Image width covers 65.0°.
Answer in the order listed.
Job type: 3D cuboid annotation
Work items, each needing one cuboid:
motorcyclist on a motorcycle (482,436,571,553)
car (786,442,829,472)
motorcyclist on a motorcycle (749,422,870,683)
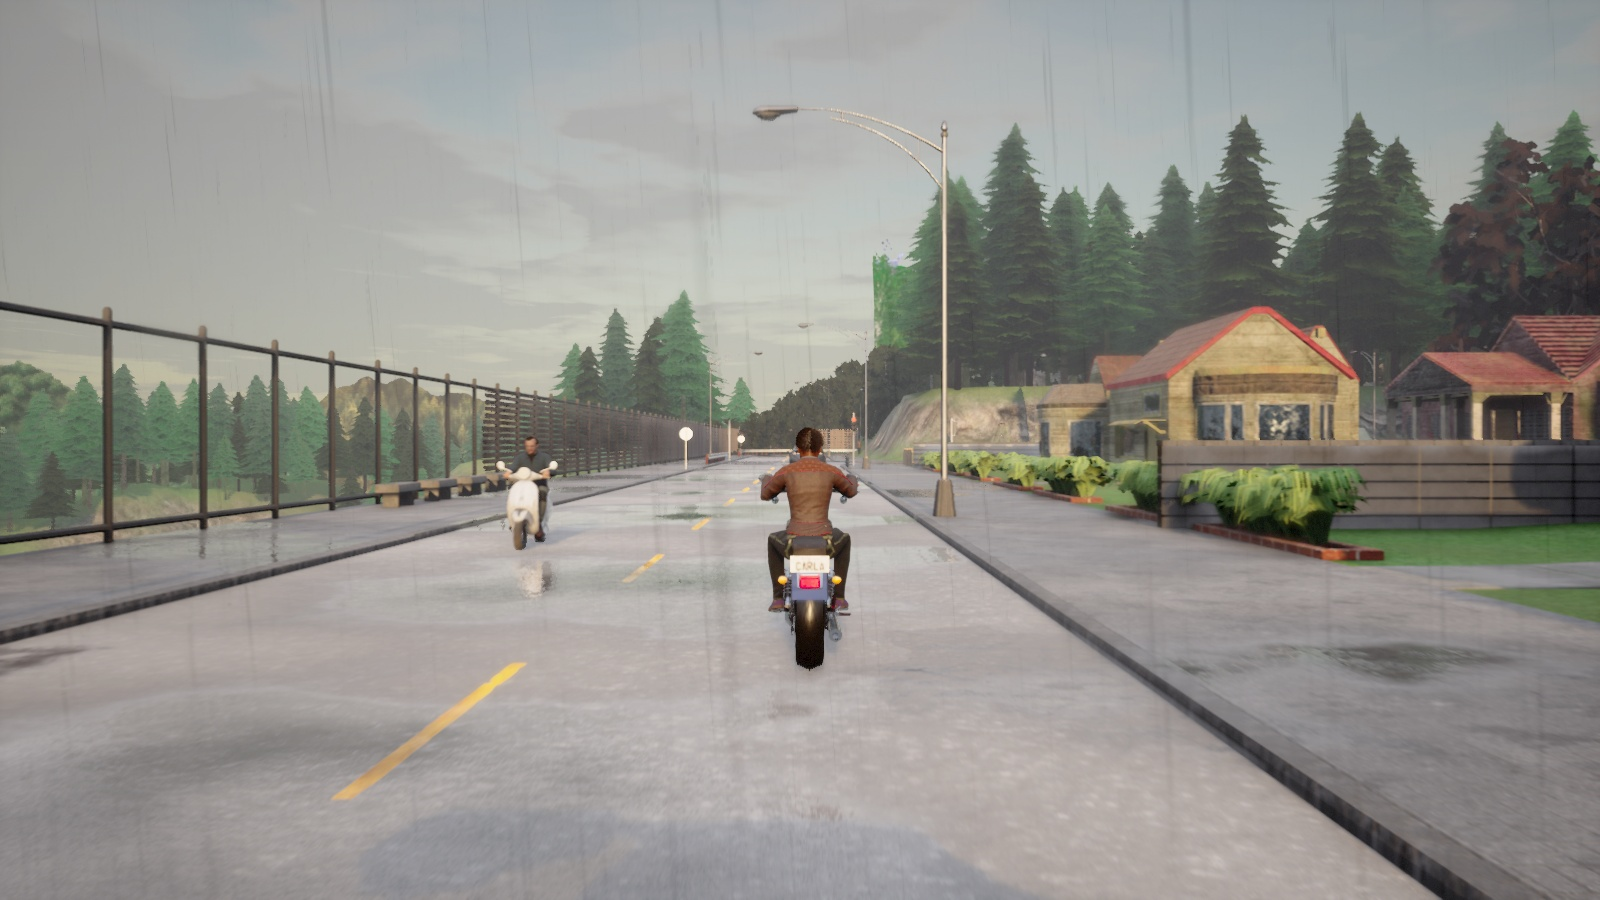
[{"bbox_3d":[-3.881,0.596,17.945,0.866,1.590,1.817,0,0,0],"label":"motorcyclist on a motorcycle"},{"bbox_3d":[0.398,0.335,65.244,2.128,1.511,4.902,0,0,0],"label":"car"},{"bbox_3d":[0.067,0.646,9.107,0.766,1.649,2.350,0,0,0],"label":"motorcyclist on a motorcycle"}]
